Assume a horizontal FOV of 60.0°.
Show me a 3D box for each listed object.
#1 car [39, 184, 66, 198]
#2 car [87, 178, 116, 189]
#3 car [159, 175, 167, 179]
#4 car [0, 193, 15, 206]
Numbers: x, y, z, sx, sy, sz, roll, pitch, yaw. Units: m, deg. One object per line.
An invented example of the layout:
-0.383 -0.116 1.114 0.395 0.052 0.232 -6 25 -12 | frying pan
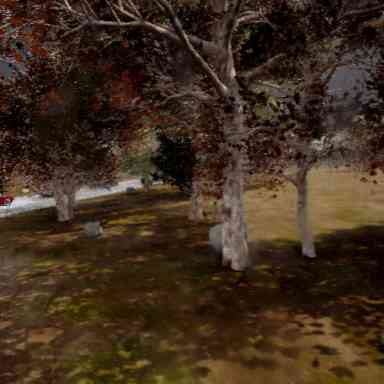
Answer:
-16.494 -0.249 40.322 1.837 1.490 4.892 -1 6 15 | car
-13.592 -1.636 50.508 2.150 2.045 5.566 -1 5 18 | car
-5.513 -3.196 62.901 2.150 2.045 5.566 -1 6 19 | car
-18.613 0.772 30.383 1.895 1.301 4.718 -1 4 10 | car
